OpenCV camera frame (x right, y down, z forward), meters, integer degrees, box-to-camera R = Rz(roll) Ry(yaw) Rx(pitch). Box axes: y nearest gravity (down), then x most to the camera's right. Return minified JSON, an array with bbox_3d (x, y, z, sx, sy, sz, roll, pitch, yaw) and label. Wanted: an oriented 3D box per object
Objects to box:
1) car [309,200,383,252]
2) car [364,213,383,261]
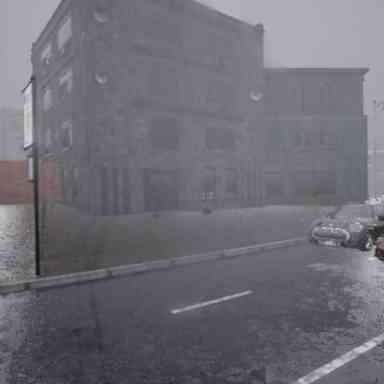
[{"bbox_3d":[6.638,1.181,13.134,4.553,1.767,2.097,-2,1,-36],"label":"car"},{"bbox_3d":[7.431,1.414,10.239,4.181,1.385,1.994,-1,1,-36],"label":"car"}]
